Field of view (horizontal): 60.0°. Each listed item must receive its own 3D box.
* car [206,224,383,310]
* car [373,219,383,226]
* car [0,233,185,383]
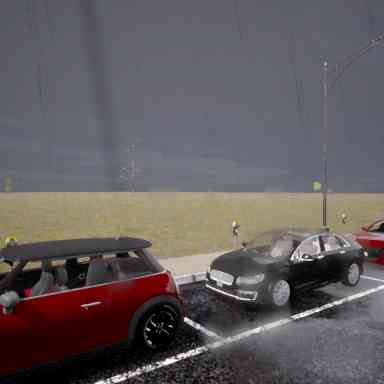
[{"bbox_3d":[2.317,1.552,7.749,4.403,1.369,2.008,0,1,-36],"label":"car"},{"bbox_3d":[6.821,1.548,10.969,4.507,1.381,1.887,0,1,-36],"label":"car"},{"bbox_3d":[-2.186,1.440,4.528,4.097,1.590,1.967,0,1,-36],"label":"car"}]
